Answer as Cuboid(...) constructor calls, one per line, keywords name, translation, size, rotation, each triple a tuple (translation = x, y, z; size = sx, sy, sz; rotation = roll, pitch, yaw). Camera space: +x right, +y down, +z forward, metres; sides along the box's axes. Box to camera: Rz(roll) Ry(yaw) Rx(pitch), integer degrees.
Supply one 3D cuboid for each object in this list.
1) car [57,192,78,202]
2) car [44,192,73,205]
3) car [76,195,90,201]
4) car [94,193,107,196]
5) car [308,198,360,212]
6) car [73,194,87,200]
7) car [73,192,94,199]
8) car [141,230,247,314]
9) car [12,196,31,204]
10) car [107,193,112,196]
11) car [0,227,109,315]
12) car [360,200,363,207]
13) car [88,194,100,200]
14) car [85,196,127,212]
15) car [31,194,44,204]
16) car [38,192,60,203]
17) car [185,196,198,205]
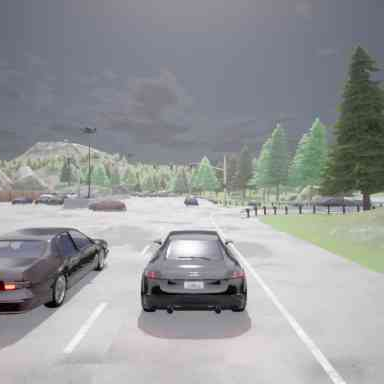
Cuboid(name="car", translation=(-25.100, 0.998, 67.323), size=(2.150, 2.045, 5.566), rotation=(0, 0, -1))
Cuboid(name="car", translation=(-21.553, 1.185, 53.883), size=(2.097, 1.767, 4.553), rotation=(0, 0, 0))
Cuboid(name="car", translation=(-25.196, 1.325, 77.091), size=(1.895, 1.301, 4.718), rotation=(0, 0, -1))
Cuboid(name="car", translation=(-21.689, 1.258, 76.329), size=(2.128, 1.511, 4.902), rotation=(0, 0, -1))
Cuboid(name="car", translation=(15.682, 1.397, 37.566), size=(4.902, 1.511, 2.128), rotation=(0, 0, 7))
Cuboid(name="car", translation=(-29.061, 1.214, 86.366), size=(2.128, 1.511, 4.902), rotation=(0, 0, -3))
Cuboid(name="car", translation=(-21.591, 1.274, 65.345), size=(2.128, 1.511, 4.902), rotation=(0, 0, 0))
Cuboid(name="car", translation=(0.035, 1.563, 7.694), size=(1.994, 1.385, 4.181), rotation=(0, 0, 0))
Cuboid(name="car", translation=(-28.552, 1.387, 56.132), size=(1.994, 1.385, 4.181), rotation=(0, 0, 0))
Cuboid(name="car", translation=(-22.383, 1.199, 89.508), size=(1.812, 1.442, 4.674), rotation=(0, 0, -7))
Cuboid(name="car", translation=(-3.464, 1.547, 7.846), size=(2.033, 1.411, 5.357), rotation=(0, 0, 0))
Cuboid(name="car", translation=(19.109, 1.456, 40.642), size=(4.181, 1.385, 1.994), rotation=(0, 0, 9))
Cuboid(name="car", translation=(-25.637, 1.237, 87.288), size=(1.994, 1.385, 4.181), rotation=(0, 0, -3))
Cuboid(name="car", translation=(-9.464, 1.476, 37.316), size=(4.181, 1.385, 1.994), rotation=(0, 0, -6))
Cuboid(name="car", translation=(-25.062, 1.385, 56.613), size=(1.994, 1.385, 4.181), rotation=(0, 0, 0))
Cuboid(name="car", translation=(-28.594, 1.001, 66.662), size=(2.150, 2.045, 5.566), rotation=(0, 0, -1))
Cuboid(name="car", translation=(-0.107, 1.398, 53.774), size=(1.994, 1.385, 4.181), rotation=(0, 0, -3))
